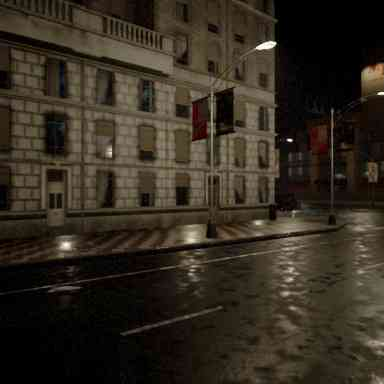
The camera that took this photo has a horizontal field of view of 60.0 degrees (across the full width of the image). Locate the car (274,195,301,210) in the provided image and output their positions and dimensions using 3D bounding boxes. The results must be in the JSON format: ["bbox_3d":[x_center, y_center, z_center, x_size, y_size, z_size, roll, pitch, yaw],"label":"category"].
[{"bbox_3d":[11.741,1.522,42.731,1.812,1.442,4.674,0,0,-36],"label":"car"}]

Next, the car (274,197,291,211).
[{"bbox_3d":[9.117,1.597,40.392,1.895,1.301,4.718,0,0,-36],"label":"car"}]

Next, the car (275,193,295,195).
[{"bbox_3d":[15.353,1.216,57.480,2.150,2.045,5.566,0,0,-37],"label":"car"}]
